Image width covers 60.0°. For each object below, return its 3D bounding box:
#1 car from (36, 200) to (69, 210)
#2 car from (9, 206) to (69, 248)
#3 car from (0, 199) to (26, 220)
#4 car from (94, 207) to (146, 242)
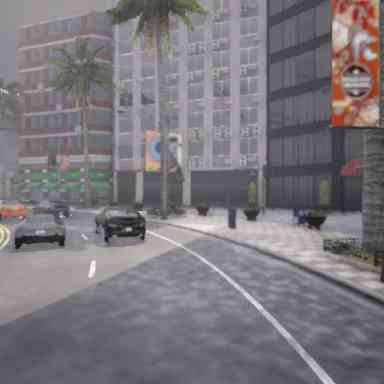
[{"bbox_3d":[-12.702,1.484,29.945,1.837,1.490,4.892,1,0,-43],"label":"car"},{"bbox_3d":[-6.787,1.552,14.996,1.994,1.385,4.181,0,0,-23],"label":"car"},{"bbox_3d":[-15.338,1.329,27.637,2.097,1.767,4.553,0,0,-43],"label":"car"},{"bbox_3d":[-3.716,1.465,16.687,1.882,1.535,5.008,0,0,-23],"label":"car"}]
